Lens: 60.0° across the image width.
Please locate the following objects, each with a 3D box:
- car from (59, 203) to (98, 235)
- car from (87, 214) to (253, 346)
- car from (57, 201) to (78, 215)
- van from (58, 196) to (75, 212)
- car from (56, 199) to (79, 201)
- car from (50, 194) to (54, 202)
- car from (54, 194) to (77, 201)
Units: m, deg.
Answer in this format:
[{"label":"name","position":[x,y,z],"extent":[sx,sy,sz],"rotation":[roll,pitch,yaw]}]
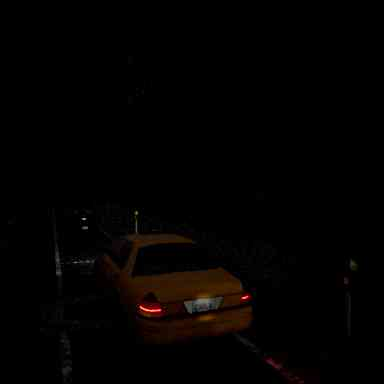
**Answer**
[{"label":"car","position":[-6.189,1.551,18.625],"extent":[2.008,1.369,4.403],"rotation":[0,0,-23]},{"label":"car","position":[-0.847,1.457,6.717],"extent":[1.801,1.575,5.366],"rotation":[0,0,-23]},{"label":"car","position":[-8.336,1.551,23.713],"extent":[2.008,1.369,4.403],"rotation":[0,0,-23]},{"label":"van","position":[-14.780,1.342,38.980],"extent":[1.690,1.788,3.998],"rotation":[0,0,-23]},{"label":"car","position":[-10.484,1.567,28.802],"extent":[1.947,1.339,4.313],"rotation":[0,0,-23]},{"label":"car","position":[-32.109,1.469,79.305],"extent":[1.967,1.590,4.097],"rotation":[0,0,-24]},{"label":"car","position":[-12.632,1.316,33.892],"extent":[2.192,1.841,5.009],"rotation":[0,0,-23]}]
